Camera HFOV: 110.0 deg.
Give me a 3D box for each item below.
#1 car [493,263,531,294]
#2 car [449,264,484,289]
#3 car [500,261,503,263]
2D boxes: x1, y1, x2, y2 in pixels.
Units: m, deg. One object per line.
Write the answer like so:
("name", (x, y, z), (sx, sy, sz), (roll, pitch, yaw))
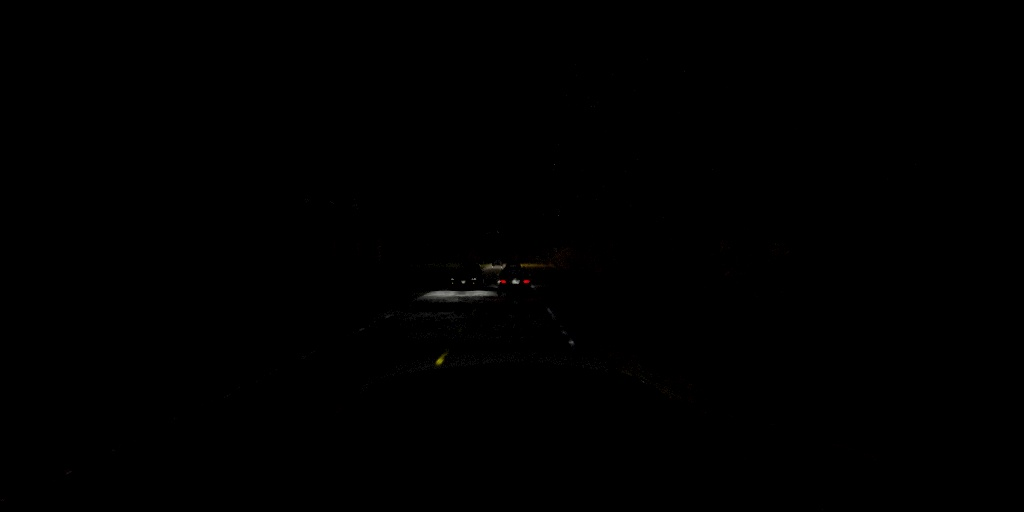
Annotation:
("car", (0.107, 1.324, 20.361), (2.033, 1.411, 5.357), (0, 0, -1))
("car", (-2.848, 1.285, 23.377), (1.837, 1.490, 4.892), (0, 0, 0))
("car", (0.102, 1.336, 34.343), (2.033, 1.411, 5.357), (0, 0, 0))
